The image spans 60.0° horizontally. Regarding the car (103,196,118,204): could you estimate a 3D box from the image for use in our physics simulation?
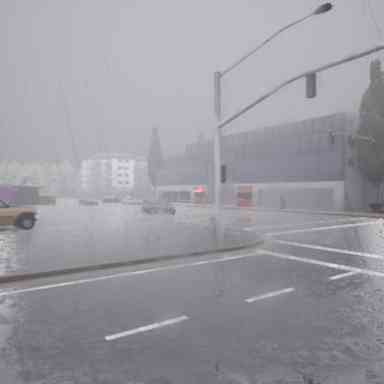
[{"bbox_3d":[-15.680,1.442,63.567,1.882,1.535,5.008,0,0,-34],"label":"car"}]

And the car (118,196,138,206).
[{"bbox_3d":[-10.064,1.565,55.290,1.895,1.301,4.718,0,0,-33],"label":"car"}]

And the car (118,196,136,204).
[{"bbox_3d":[-12.773,1.485,65.517,1.812,1.442,4.674,0,0,-34],"label":"car"}]

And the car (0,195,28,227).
[{"bbox_3d":[-12.268,1.154,20.229,3.866,1.878,1.905,0,0,-35],"label":"car"}]

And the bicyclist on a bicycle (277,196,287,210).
[{"bbox_3d":[10.478,1.257,38.690,1.656,1.620,0.582,0,0,-34],"label":"bicyclist on a bicycle"}]

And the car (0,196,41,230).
[{"bbox_3d":[-10.640,1.151,17.835,4.605,1.855,1.932,0,0,-35],"label":"car"}]

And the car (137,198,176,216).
[{"bbox_3d":[-3.238,1.540,32.254,1.994,1.385,4.181,0,0,-34],"label":"car"}]

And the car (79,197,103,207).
[{"bbox_3d":[-15.879,1.452,51.219,1.882,1.535,5.008,0,0,-33],"label":"car"}]
